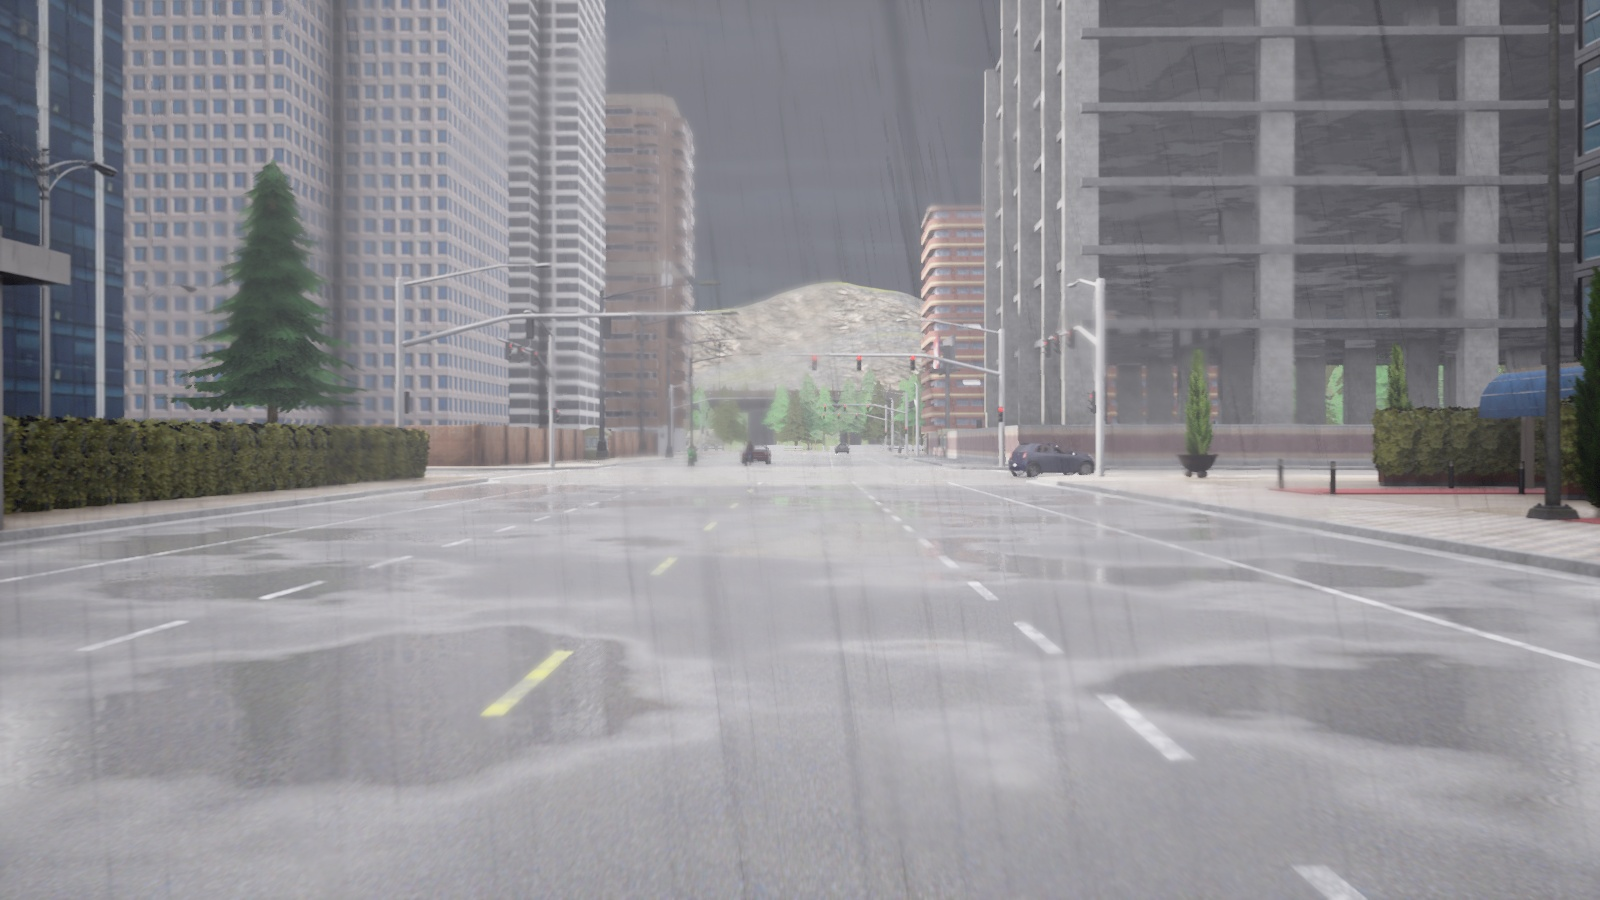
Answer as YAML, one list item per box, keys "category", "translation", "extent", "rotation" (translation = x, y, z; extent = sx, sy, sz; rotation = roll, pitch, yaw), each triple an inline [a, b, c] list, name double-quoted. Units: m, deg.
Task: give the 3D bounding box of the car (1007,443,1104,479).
- category: "car"
  translation: [10.985, 0.465, 54.037]
  extent: [3.633, 1.501, 1.845]
  rotation: [0, 0, -15]

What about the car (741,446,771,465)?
- category: "car"
  translation: [-3.025, 0.351, 87.621]
  extent: [1.895, 1.301, 4.718]
  rotation: [0, 0, 1]
